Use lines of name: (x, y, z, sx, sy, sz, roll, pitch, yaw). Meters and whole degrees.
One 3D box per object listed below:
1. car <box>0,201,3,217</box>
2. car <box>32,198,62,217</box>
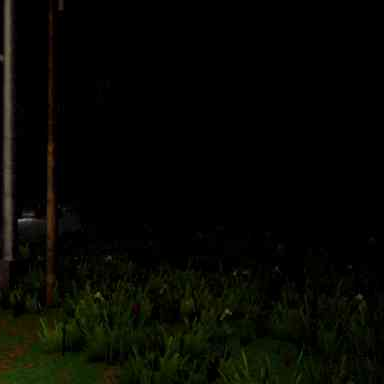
car: (-12.692, 1.521, 19.884, 2.033, 1.411, 5.357, 0, 0, -13)
car: (-13.311, 1.325, 30.404, 2.097, 1.767, 4.553, 0, 0, -30)
